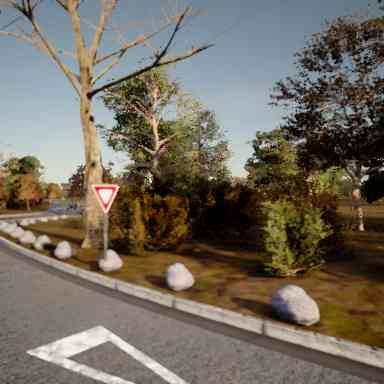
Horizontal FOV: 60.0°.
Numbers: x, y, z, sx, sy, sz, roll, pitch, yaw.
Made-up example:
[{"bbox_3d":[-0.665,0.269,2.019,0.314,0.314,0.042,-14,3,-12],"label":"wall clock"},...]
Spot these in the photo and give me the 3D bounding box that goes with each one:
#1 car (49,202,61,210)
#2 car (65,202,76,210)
[{"bbox_3d":[-29.764,3.275,72.480,2.150,2.045,5.566,-1,-1,-18],"label":"car"},{"bbox_3d":[-26.671,3.237,73.478,2.150,2.045,5.566,-1,-1,-18],"label":"car"}]
